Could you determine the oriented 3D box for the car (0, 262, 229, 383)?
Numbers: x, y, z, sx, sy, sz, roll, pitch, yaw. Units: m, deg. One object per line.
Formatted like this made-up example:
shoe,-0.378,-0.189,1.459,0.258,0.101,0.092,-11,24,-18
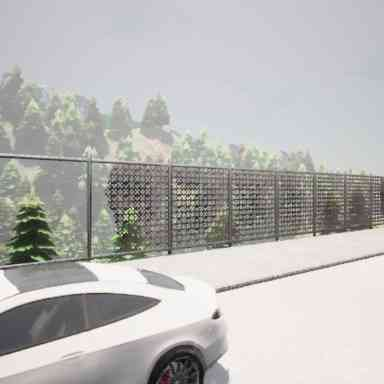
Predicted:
car,-1.702,1.526,3.270,4.674,1.442,1.812,0,0,-36
